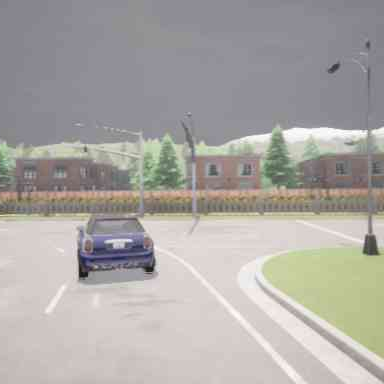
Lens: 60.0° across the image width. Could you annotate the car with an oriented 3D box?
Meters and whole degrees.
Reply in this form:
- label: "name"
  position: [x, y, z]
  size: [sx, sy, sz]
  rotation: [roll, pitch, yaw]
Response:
- label: "car"
  position: [-2.634, 1.480, 10.887]
  size: [2.097, 1.767, 4.553]
  rotation: [0, -1, -19]
